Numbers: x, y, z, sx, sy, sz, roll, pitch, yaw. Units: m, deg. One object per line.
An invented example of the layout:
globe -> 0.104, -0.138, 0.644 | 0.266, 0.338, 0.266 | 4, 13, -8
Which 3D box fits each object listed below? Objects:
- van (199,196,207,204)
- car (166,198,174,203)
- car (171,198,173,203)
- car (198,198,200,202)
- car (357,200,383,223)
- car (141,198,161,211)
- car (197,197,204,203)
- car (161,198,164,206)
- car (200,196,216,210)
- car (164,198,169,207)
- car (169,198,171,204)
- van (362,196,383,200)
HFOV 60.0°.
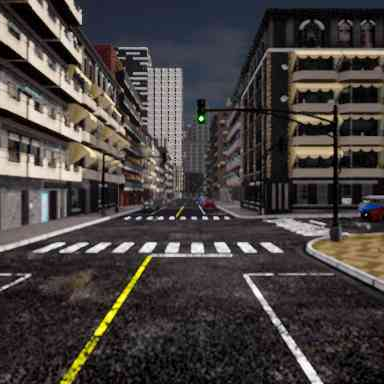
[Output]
van -> 2.537, 1.903, 77.982 | 1.690, 1.788, 3.998 | -1, 0, 0
car -> -5.861, 2.232, 89.026 | 1.802, 1.307, 4.206 | -1, 0, 0
car -> -5.841, 2.087, 77.801 | 1.752, 1.417, 4.829 | -1, 0, 0
car -> 2.560, 2.028, 66.925 | 2.008, 1.369, 4.403 | -1, 0, 0
car -> 14.705, 1.458, 24.352 | 4.181, 1.385, 1.994 | -1, 0, -1
car -> -5.779, 1.863, 44.804 | 2.008, 1.369, 4.403 | -1, 0, 0
car -> 2.509, 2.238, 94.564 | 1.887, 1.381, 4.507 | -1, 0, 0
car -> -5.789, 1.919, 50.331 | 1.947, 1.339, 4.313 | -1, 0, 0
car -> 2.590, 1.793, 50.343 | 1.967, 1.590, 4.097 | -1, 0, 0
car -> -5.811, 1.876, 61.388 | 1.967, 1.590, 4.097 | -1, 0, 0
car -> -5.821, 2.059, 66.915 | 1.802, 1.307, 4.206 | -1, 0, 0
van -> 15.593, 1.216, 26.942 | 3.998, 1.788, 1.690 | -1, 1, -1
